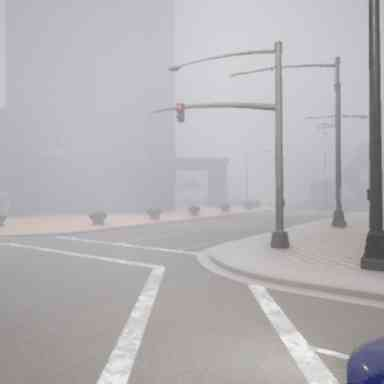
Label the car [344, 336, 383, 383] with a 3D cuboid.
[{"bbox_3d":[3.300,1.507,1.681,4.674,1.442,1.812,-1,0,36],"label":"car"}]
